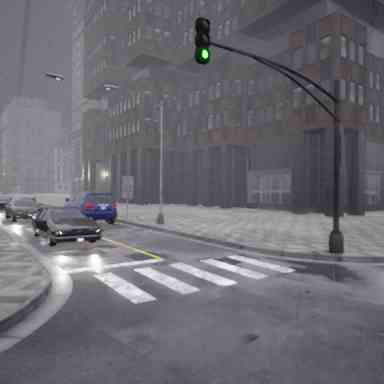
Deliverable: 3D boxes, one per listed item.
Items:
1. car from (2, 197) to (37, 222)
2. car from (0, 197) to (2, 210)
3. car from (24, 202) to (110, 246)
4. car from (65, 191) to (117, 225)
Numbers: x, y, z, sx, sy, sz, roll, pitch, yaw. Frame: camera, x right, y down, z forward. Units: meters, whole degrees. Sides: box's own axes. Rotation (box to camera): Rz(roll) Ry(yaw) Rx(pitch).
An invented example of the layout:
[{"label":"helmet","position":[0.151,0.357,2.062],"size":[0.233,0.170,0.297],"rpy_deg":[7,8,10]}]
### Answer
[{"label":"car","position":[-11.518,1.180,22.838],"size":[1.837,1.490,4.892],"rpy_deg":[1,0,-35]},{"label":"car","position":[-17.784,1.131,31.735],"size":[1.895,1.301,4.718],"rpy_deg":[1,0,-35]},{"label":"car","position":[-5.678,1.358,14.560],"size":[2.033,1.411,5.357],"rpy_deg":[1,0,-35]},{"label":"car","position":[-6.670,0.982,21.350],"size":[2.150,2.045,5.566],"rpy_deg":[1,0,-35]}]
